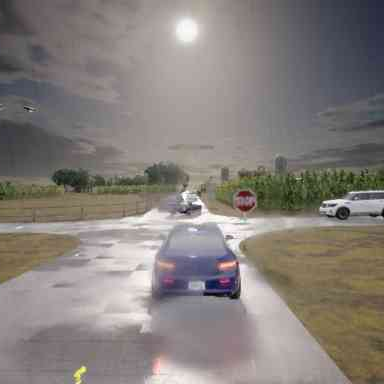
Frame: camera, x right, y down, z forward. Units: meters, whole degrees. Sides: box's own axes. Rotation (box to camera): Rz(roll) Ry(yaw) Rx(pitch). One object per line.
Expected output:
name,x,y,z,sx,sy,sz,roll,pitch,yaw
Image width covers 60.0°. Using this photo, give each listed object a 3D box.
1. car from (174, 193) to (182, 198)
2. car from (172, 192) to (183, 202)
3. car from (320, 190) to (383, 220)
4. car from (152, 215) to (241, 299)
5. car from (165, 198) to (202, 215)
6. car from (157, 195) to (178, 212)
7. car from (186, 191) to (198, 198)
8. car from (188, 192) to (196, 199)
car,-2.863,1.288,46.659,1.882,1.535,5.008,0,0,0
car,-2.811,0.978,66.075,2.097,1.767,4.553,0,1,0
car,12.447,0.933,24.651,5.566,2.045,2.150,-1,0,0
car,0.089,1.525,8.308,1.812,1.442,4.674,0,0,0
car,-0.506,1.527,31.004,1.895,1.301,4.718,0,0,19
car,-2.807,1.386,37.147,1.837,1.490,4.892,0,0,-2
car,-0.030,0.814,69.038,2.150,2.045,5.566,0,1,0
car,-0.034,0.818,79.429,1.812,1.442,4.674,0,1,0
